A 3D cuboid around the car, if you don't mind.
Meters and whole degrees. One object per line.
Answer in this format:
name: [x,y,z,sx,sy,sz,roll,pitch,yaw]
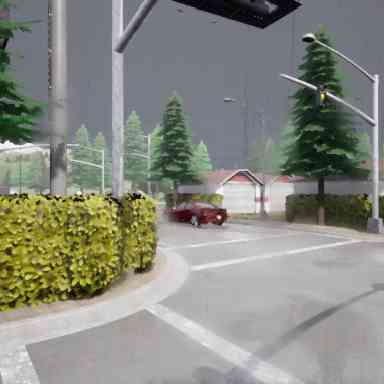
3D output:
car: [0.071,1.307,20.649,1.882,1.535,5.008,0,0,-36]
